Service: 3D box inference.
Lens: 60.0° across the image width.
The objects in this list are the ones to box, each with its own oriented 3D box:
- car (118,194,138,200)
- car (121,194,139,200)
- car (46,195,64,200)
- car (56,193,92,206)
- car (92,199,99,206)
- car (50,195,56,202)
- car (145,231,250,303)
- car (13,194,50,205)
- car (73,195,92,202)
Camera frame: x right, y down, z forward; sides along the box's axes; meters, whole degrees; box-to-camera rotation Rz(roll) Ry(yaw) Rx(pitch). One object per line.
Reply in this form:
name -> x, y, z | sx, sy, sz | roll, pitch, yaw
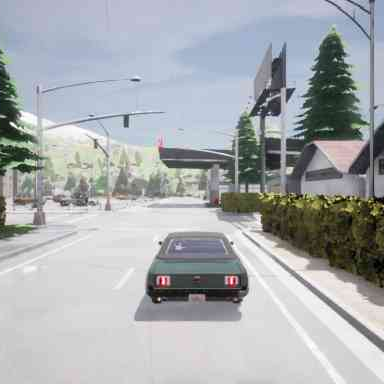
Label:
car -> -16.380, 1.330, 84.904 | 5.027, 1.636, 2.152 | 0, 0, 0
car -> -16.449, 1.339, 88.040 | 4.514, 1.523, 2.007 | 0, 0, 0
car -> -35.046, 1.384, 84.953 | 3.806, 1.475, 1.970 | 0, 0, 0
car -> -16.743, 1.077, 47.319 | 3.866, 1.878, 1.905 | 0, 0, 0
car -> -16.149, 1.361, 50.647 | 3.806, 1.475, 1.970 | 0, 0, 0
car -> -23.982, 1.298, 63.025 | 4.514, 1.523, 2.007 | 0, 0, 0
car -> 0.100, 1.601, 8.130 | 1.895, 1.301, 4.718 | 0, 0, 0
car -> -24.628, 1.097, 50.565 | 4.605, 1.855, 1.932 | 0, 0, 0
car -> -23.992, 1.319, 73.018 | 3.633, 1.501, 1.845 | 0, 0, 0
